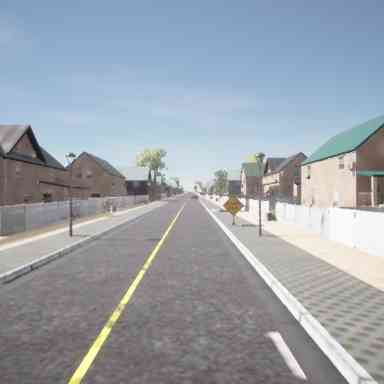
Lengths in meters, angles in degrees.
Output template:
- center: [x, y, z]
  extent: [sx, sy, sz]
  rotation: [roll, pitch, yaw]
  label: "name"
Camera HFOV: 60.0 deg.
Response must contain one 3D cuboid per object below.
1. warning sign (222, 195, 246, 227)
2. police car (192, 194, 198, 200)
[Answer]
- center: [2.502, 1.105, 20.026]
  extent: [1.300, 1.860, 1.060]
  rotation: [-1, -1, 0]
  label: "warning sign"
- center: [0.825, 1.405, 95.127]
  extent: [1.930, 1.638, 5.238]
  rotation: [0, 0, 0]
  label: "police car"
